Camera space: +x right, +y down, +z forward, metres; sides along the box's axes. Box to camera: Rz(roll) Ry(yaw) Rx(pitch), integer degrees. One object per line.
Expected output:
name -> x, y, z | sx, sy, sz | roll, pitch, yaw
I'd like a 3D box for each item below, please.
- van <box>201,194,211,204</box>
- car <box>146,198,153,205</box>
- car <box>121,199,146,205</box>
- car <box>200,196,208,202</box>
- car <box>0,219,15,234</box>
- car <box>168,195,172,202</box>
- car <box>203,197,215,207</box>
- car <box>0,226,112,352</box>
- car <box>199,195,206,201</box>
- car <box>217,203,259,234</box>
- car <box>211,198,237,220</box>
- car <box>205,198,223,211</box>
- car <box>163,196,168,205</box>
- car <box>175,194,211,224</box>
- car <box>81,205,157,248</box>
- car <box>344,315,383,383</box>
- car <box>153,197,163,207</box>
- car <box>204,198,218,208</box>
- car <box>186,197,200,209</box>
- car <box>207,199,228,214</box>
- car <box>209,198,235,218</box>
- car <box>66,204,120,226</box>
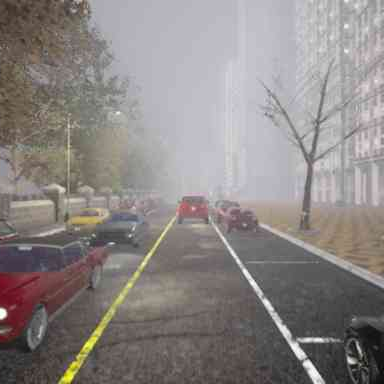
van -> 2.673, 1.325, 64.192 | 1.690, 1.788, 3.998 | 0, 0, 0
car -> -5.700, 1.525, 36.027 | 1.887, 1.381, 4.507 | 0, 0, 0
car -> -5.697, 1.422, 30.394 | 1.967, 1.590, 4.097 | 0, 0, 0
car -> 2.669, 1.573, 75.455 | 1.802, 1.307, 4.206 | 0, 0, 0
car -> -5.691, 1.433, 7.866 | 1.967, 1.590, 4.097 | 0, 0, 0
car -> -5.709, 1.512, 69.651 | 1.752, 1.417, 4.829 | 0, 0, 0
car -> 2.676, 1.562, 52.926 | 1.802, 1.307, 4.206 | 0, 0, 0
car -> -3.089, 1.595, 6.282 | 1.895, 1.301, 4.718 | 0, 0, 0
car -> 2.667, 1.583, 86.720 | 1.802, 1.307, 4.206 | 0, 0, 0
car -> 2.686, 1.531, 19.134 | 1.887, 1.381, 4.507 | 0, 0, 0
car -> 2.684, 1.424, 24.765 | 1.967, 1.590, 4.097 | 0, 0, 0
car -> 2.679, 1.530, 41.662 | 2.008, 1.369, 4.403 | 0, 0, 0
car -> -5.706, 1.525, 58.556 | 1.887, 1.381, 4.507 | 0, 0, 0
car -> 0.096, 1.207, 25.037 | 2.150, 2.045, 5.566 | 0, 0, 0
car -> -3.005, 1.536, 15.052 | 2.033, 1.411, 5.357 | 0, 0, 0
car -> 2.690, 1.564, 2.236 | 1.947, 1.339, 4.313 | 0, 0, 0
car -> -5.703, 1.523, 47.292 | 1.887, 1.381, 4.507 | 0, 0, 0
car -> 2.677, 1.561, 47.294 | 1.802, 1.307, 4.206 | 0, 0, 0
car -> 0.087, 1.485, 45.247 | 1.837, 1.490, 4.892 | 0, 0, 0
car -> 2.680, 1.531, 36.029 | 2.008, 1.369, 4.403 | 0, 0, 0
car -> 2.683, 1.422, 30.397 | 1.967, 1.590, 4.097 | 0, 0, 0
car -> -5.694, 1.511, 18.961 | 1.752, 1.417, 4.829 | 0, 0, 0
